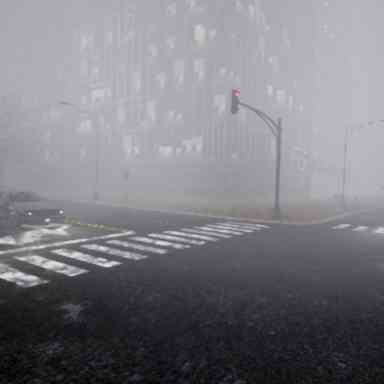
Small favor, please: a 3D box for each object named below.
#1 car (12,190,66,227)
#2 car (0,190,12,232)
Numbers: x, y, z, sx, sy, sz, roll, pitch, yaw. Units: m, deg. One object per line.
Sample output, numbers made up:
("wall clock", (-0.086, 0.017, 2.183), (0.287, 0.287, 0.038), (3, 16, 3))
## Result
("car", (-8.063, 0.633, 15.400), (5.357, 1.411, 2.033), (4, 3, 37))
("car", (-8.731, 0.547, 11.859), (4.553, 1.767, 2.097), (4, 3, 35))
